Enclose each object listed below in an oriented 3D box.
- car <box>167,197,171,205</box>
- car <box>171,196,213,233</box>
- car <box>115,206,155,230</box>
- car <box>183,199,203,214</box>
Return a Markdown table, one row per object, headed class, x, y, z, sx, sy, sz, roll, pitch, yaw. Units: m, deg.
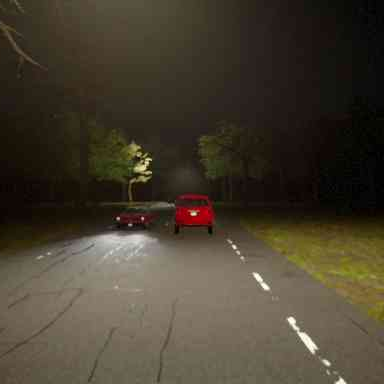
| class | x | y | z | sx | sy | sz | roll | pitch | yaw |
| --- | --- | --- | --- | --- | --- | --- | --- | --- | --- |
| car | -3.563 | 1.620 | 61.999 | 1.837 | 1.490 | 4.892 | 0 | 0 | 1 |
| car | 0.090 | 1.250 | 20.210 | 2.150 | 2.045 | 5.566 | 0 | 0 | 0 |
| car | -3.611 | 1.631 | 21.655 | 1.895 | 1.301 | 4.718 | 0 | 0 | 0 |
| car | 0.081 | 1.542 | 37.495 | 2.128 | 1.511 | 4.902 | 0 | 0 | 0 |
